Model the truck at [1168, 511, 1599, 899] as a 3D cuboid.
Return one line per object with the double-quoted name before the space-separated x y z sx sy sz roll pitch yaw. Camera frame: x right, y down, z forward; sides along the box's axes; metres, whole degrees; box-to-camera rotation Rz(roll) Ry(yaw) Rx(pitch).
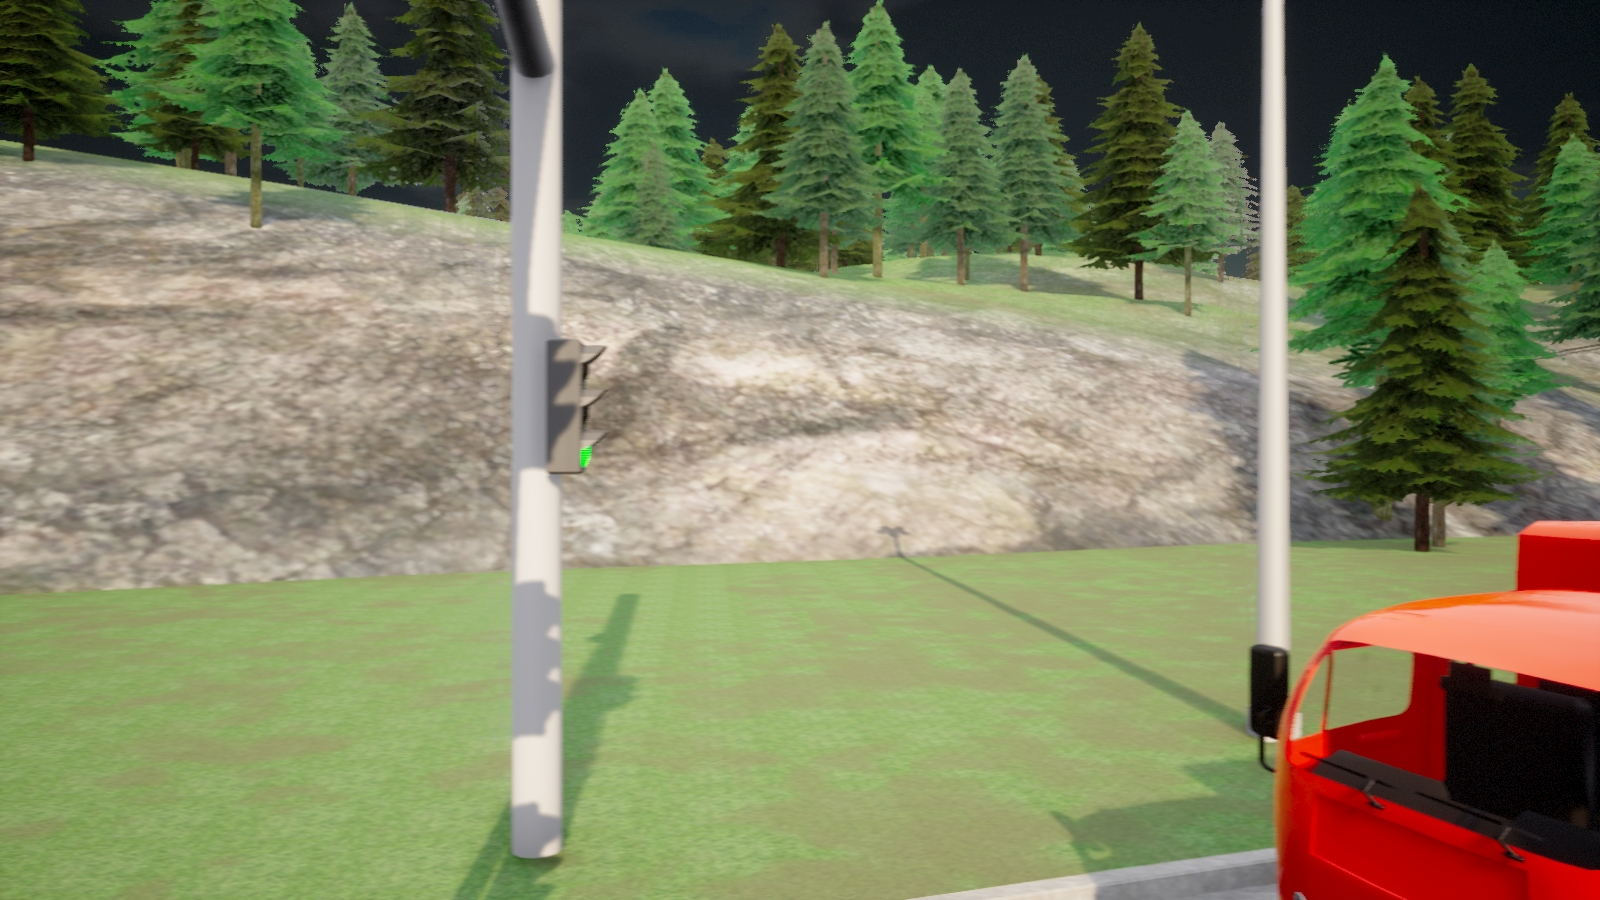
"truck" 4.609 1.567 4.925 5.204 2.467 2.627 0 0 -18
